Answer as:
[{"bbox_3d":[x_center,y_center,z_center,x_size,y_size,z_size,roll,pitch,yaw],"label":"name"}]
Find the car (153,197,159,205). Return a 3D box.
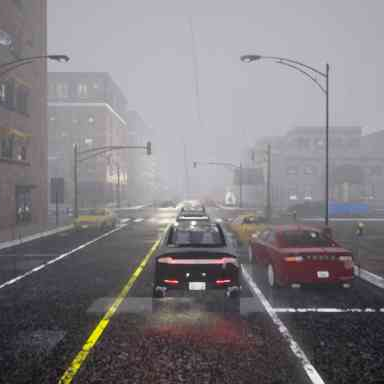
[{"bbox_3d":[-5.826,1.573,58.534,2.008,1.369,4.403,0,0,0],"label":"car"}]

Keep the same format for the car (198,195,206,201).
[{"bbox_3d":[2.491,1.613,87.049,2.008,1.369,4.403,-1,0,0],"label":"car"}]

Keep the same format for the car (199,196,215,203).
[{"bbox_3d":[2.566,1.456,52.869,1.967,1.590,4.097,0,0,0],"label":"car"}]

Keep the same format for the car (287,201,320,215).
[{"bbox_3d":[12.397,1.594,33.594,5.357,1.411,2.033,0,0,-2],"label":"car"}]

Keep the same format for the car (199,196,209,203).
[{"bbox_3d":[2.529,1.587,69.959,2.008,1.369,4.403,0,0,0],"label":"car"}]

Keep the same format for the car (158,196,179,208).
[{"bbox_3d":[-3.200,1.573,46.596,1.994,1.385,4.181,0,0,0],"label":"car"}]

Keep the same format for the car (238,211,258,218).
[{"bbox_3d":[2.652,1.524,14.870,1.752,1.417,4.829,0,0,0],"label":"car"}]

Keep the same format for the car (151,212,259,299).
[{"bbox_3d":[0.084,1.490,8.459,2.128,1.511,4.902,0,0,0],"label":"car"}]

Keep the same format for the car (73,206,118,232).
[{"bbox_3d":[-5.741,1.525,20.213,1.752,1.417,4.829,0,0,0],"label":"car"}]

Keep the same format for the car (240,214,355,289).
[{"bbox_3d":[2.665,1.543,9.003,1.887,1.381,4.507,0,0,0],"label":"car"}]

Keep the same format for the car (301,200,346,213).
[{"bbox_3d":[14.582,1.592,36.979,4.181,1.385,1.994,0,0,-1],"label":"car"}]

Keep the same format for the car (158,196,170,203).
[{"bbox_3d":[-5.851,1.587,69.928,2.008,1.369,4.403,0,0,0],"label":"car"}]

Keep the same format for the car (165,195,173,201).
[{"bbox_3d":[-5.890,1.587,86.848,1.752,1.417,4.829,0,0,0],"label":"car"}]

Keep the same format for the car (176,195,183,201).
[{"bbox_3d":[-3.189,1.491,84.840,1.812,1.442,4.674,0,0,0],"label":"car"}]

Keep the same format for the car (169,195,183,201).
[{"bbox_3d":[-3.210,1.513,58.281,2.128,1.511,4.902,0,0,0],"label":"car"}]

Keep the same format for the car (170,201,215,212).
[{"bbox_3d":[0.060,1.491,18.828,2.128,1.511,4.902,0,0,0],"label":"car"}]

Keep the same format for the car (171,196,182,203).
[{"bbox_3d":[-3.155,1.561,69.662,2.128,1.511,4.902,0,0,0],"label":"car"}]

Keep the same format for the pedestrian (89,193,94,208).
[{"bbox_3d":[-12.725,1.075,42.248,0.375,1.860,0.375,0,0,-1],"label":"pedestrian"}]

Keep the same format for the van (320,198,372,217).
[{"bbox_3d":[14.589,1.410,31.190,3.998,1.788,1.690,0,0,-1],"label":"van"}]
